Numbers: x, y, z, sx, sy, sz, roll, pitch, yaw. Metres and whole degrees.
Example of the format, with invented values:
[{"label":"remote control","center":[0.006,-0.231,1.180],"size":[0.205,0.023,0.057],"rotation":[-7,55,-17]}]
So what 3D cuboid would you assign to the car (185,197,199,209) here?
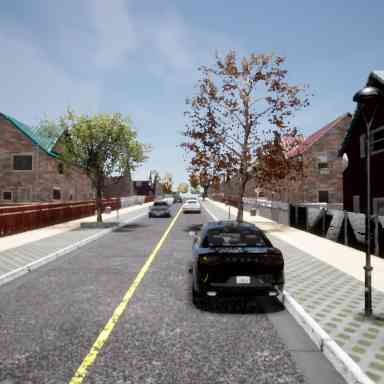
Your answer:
[{"label":"car","center":[-0.021,1.541,47.196],"size":[1.882,1.535,5.008],"rotation":[0,0,0]}]

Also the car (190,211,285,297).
[{"label":"car","center":[0.951,1.487,8.676],"size":[1.882,1.535,5.008],"rotation":[0,0,0]}]

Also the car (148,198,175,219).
[{"label":"car","center":[-2.796,1.563,29.788],"size":[1.812,1.442,4.674],"rotation":[0,0,0]}]

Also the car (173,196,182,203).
[{"label":"car","center":[-2.856,1.610,67.405],"size":[1.837,1.490,4.892],"rotation":[0,0,0]}]

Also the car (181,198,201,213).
[{"label":"car","center":[0.017,1.573,36.956],"size":[1.812,1.442,4.674],"rotation":[0,0,0]}]
